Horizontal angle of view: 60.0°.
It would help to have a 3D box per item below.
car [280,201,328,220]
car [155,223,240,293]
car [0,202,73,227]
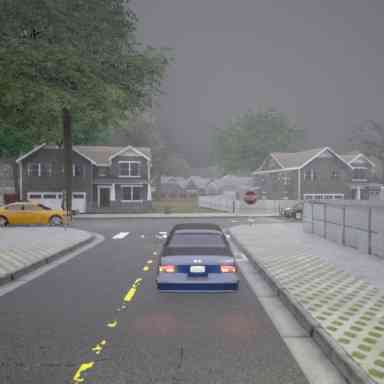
[{"bbox_3d":[9.941,1.543,28.263,4.892,1.490,1.837,0,0,-12],"label":"car"},{"bbox_3d":[0.122,1.547,8.982,2.033,1.411,5.357,0,0,0],"label":"car"},{"bbox_3d":[-10.183,1.399,21.092,5.008,1.535,1.882,0,0,-12],"label":"car"}]
